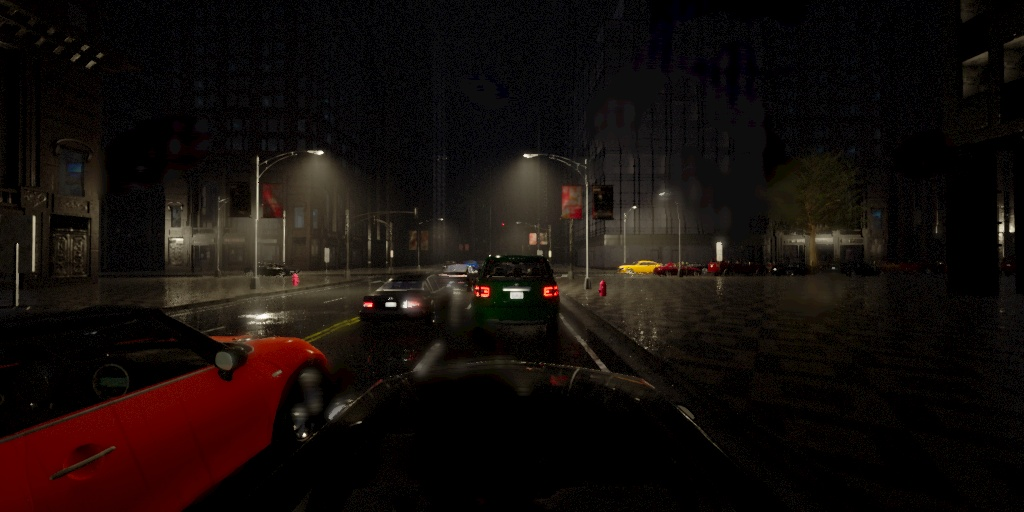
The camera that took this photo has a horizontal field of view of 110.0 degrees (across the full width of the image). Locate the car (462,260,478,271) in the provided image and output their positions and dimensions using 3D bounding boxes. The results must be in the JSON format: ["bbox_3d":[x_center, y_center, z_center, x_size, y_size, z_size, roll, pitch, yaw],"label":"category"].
[{"bbox_3d":[-6.497,1.470,56.279,1.882,1.535,5.008,0,0,0],"label":"car"}]

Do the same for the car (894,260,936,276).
[{"bbox_3d":[42.570,1.178,36.377,5.008,1.535,1.882,0,-1,0],"label":"car"}]

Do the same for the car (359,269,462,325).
[{"bbox_3d":[-3.120,1.306,11.754,2.033,1.411,5.357,0,0,0],"label":"car"}]

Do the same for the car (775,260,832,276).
[{"bbox_3d":[26.645,1.274,33.526,4.313,1.339,1.948,0,0,-1],"label":"car"}]

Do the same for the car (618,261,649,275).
[{"bbox_3d":[14.137,1.294,39.131,5.008,1.535,1.882,0,-1,-1],"label":"car"}]

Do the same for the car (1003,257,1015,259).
[{"bbox_3d":[49.197,0.972,33.839,5.009,1.841,2.192,0,0,-1],"label":"car"}]

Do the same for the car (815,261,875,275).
[{"bbox_3d":[36.538,1.255,39.421,4.892,1.490,1.837,0,-1,-1],"label":"car"}]

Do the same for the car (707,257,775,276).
[{"bbox_3d":[21.008,1.039,33.449,5.009,1.841,2.192,0,0,-1],"label":"car"}]

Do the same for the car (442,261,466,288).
[{"bbox_3d":[-3.121,1.278,21.491,2.128,1.511,4.902,0,0,0],"label":"car"}]

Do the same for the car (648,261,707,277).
[{"bbox_3d":[15.369,1.326,33.370,4.207,1.307,1.802,0,0,-1],"label":"car"}]

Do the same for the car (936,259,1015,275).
[{"bbox_3d":[43.559,1.212,33.761,4.507,1.381,1.888,0,0,-1],"label":"car"}]

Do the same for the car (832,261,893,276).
[{"bbox_3d":[32.282,1.258,33.604,4.313,1.339,1.948,0,0,-1],"label":"car"}]

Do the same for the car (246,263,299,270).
[{"bbox_3d":[-23.605,1.434,35.467,4.892,1.490,1.837,0,-1,0],"label":"car"}]

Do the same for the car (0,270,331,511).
[{"bbox_3d":[-3.146,1.102,2.342,2.097,1.767,4.553,0,0,0],"label":"car"}]

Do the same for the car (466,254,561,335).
[{"bbox_3d":[0.115,0.978,10.670,2.150,2.045,5.566,0,0,0],"label":"car"}]
